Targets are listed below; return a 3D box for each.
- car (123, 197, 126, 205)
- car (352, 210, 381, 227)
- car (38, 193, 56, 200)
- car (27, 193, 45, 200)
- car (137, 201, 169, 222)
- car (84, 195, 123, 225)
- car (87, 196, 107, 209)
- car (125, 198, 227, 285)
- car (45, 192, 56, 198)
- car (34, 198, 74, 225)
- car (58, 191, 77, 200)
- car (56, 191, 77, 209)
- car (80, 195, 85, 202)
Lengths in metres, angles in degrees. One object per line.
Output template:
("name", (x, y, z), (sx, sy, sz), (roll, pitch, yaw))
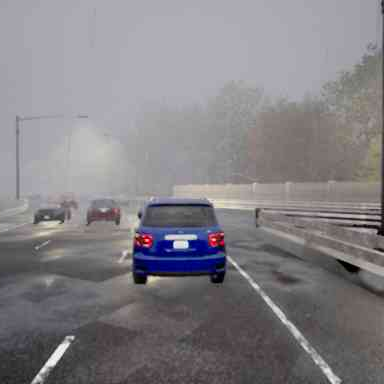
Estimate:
("car", (-10.452, 1.318, 47.399), (1.994, 1.385, 4.181), (0, 0, -26))
("car", (10.465, 1.240, 15.283), (2.150, 2.045, 5.566), (0, -1, -44))
("car", (-36.281, 1.093, 83.138), (4.902, 1.511, 2.128), (0, 0, 42))
("car", (-33.157, 0.994, 69.868), (1.837, 1.490, 4.892), (0, 0, -43))
("car", (-3.100, 1.429, 25.752), (1.994, 1.385, 4.181), (0, 0, -13))
("car", (-6.139, 1.229, 23.423), (2.097, 1.767, 4.553), (0, 0, -12))
("car", (-12.141, 1.256, 42.462), (1.882, 1.535, 5.008), (0, 0, -23))
("car", (-0.415, 1.170, 9.540), (2.150, 2.045, 5.566), (0, 0, -4))
("car", (-30.500, 0.836, 72.147), (2.097, 1.767, 4.553), (0, 0, -43))
("car", (-9.633, 1.405, 23.144), (1.812, 1.442, 4.674), (0, 0, -13))
("car", (-27.905, 0.692, 74.493), (2.150, 2.045, 5.566), (0, 0, -43))
("car", (-15.220, 1.140, 40.702), (2.097, 1.767, 4.553), (0, 0, -22))
("car", (-20.242, 1.230, 64.421), (1.994, 1.385, 4.181), (0, 0, -36))
